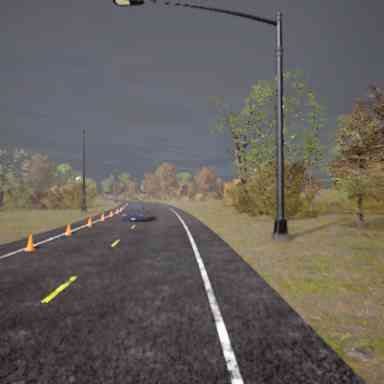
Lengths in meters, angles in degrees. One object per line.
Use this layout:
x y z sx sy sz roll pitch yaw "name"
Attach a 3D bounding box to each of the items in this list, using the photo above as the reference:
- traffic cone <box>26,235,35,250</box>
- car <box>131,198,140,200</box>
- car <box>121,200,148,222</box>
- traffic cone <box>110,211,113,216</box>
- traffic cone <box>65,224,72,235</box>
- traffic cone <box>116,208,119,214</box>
-6.529 2.046 13.467 0.340 0.580 0.340 0 0 -3 "traffic cone"
-11.496 1.758 67.922 1.812 1.442 4.674 0 0 -10 "car"
-4.706 1.686 27.887 2.033 1.411 5.357 0 0 -5 "car"
-8.053 2.147 33.265 0.340 0.580 0.340 0 0 -6 "traffic cone"
-6.827 2.067 18.422 0.340 0.580 0.340 0 0 -4 "traffic cone"
-8.575 2.177 38.202 0.340 0.580 0.340 0 0 -6 "traffic cone"
